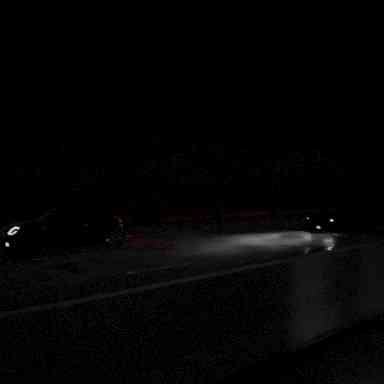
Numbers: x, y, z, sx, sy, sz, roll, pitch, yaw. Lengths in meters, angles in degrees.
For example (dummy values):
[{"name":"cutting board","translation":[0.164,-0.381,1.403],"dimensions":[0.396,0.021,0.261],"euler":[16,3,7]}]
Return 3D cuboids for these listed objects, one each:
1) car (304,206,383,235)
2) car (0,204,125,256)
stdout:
[{"name":"car","translation":[8.319,1.471,18.104],"dimensions":[4.718,1.301,1.895],"euler":[-1,0,-32]},{"name":"car","translation":[-5.078,1.326,13.218],"dimensions":[4.553,1.767,2.097],"euler":[-1,0,-35]}]
